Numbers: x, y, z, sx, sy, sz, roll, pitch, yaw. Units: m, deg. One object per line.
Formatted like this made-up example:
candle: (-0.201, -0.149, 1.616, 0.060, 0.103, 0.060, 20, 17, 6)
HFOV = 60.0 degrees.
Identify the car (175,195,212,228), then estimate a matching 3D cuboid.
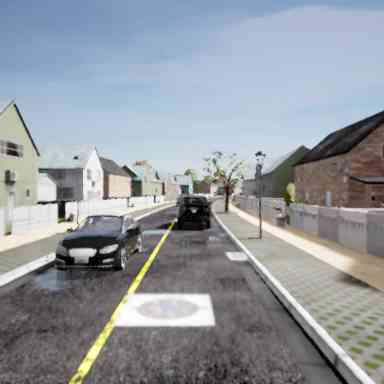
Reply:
car: (0.155, 1.217, 22.517, 2.150, 2.045, 5.566, 0, 0, 1)

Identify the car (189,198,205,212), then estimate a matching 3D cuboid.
car: (0.665, 1.512, 39.723, 1.812, 1.442, 4.674, 0, 0, 3)

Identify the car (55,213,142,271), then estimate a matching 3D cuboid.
car: (-2.840, 1.488, 11.010, 2.128, 1.511, 4.902, 0, 0, 0)

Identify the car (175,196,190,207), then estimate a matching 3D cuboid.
car: (-1.509, 1.485, 52.142, 1.837, 1.490, 4.892, 0, 0, 5)
